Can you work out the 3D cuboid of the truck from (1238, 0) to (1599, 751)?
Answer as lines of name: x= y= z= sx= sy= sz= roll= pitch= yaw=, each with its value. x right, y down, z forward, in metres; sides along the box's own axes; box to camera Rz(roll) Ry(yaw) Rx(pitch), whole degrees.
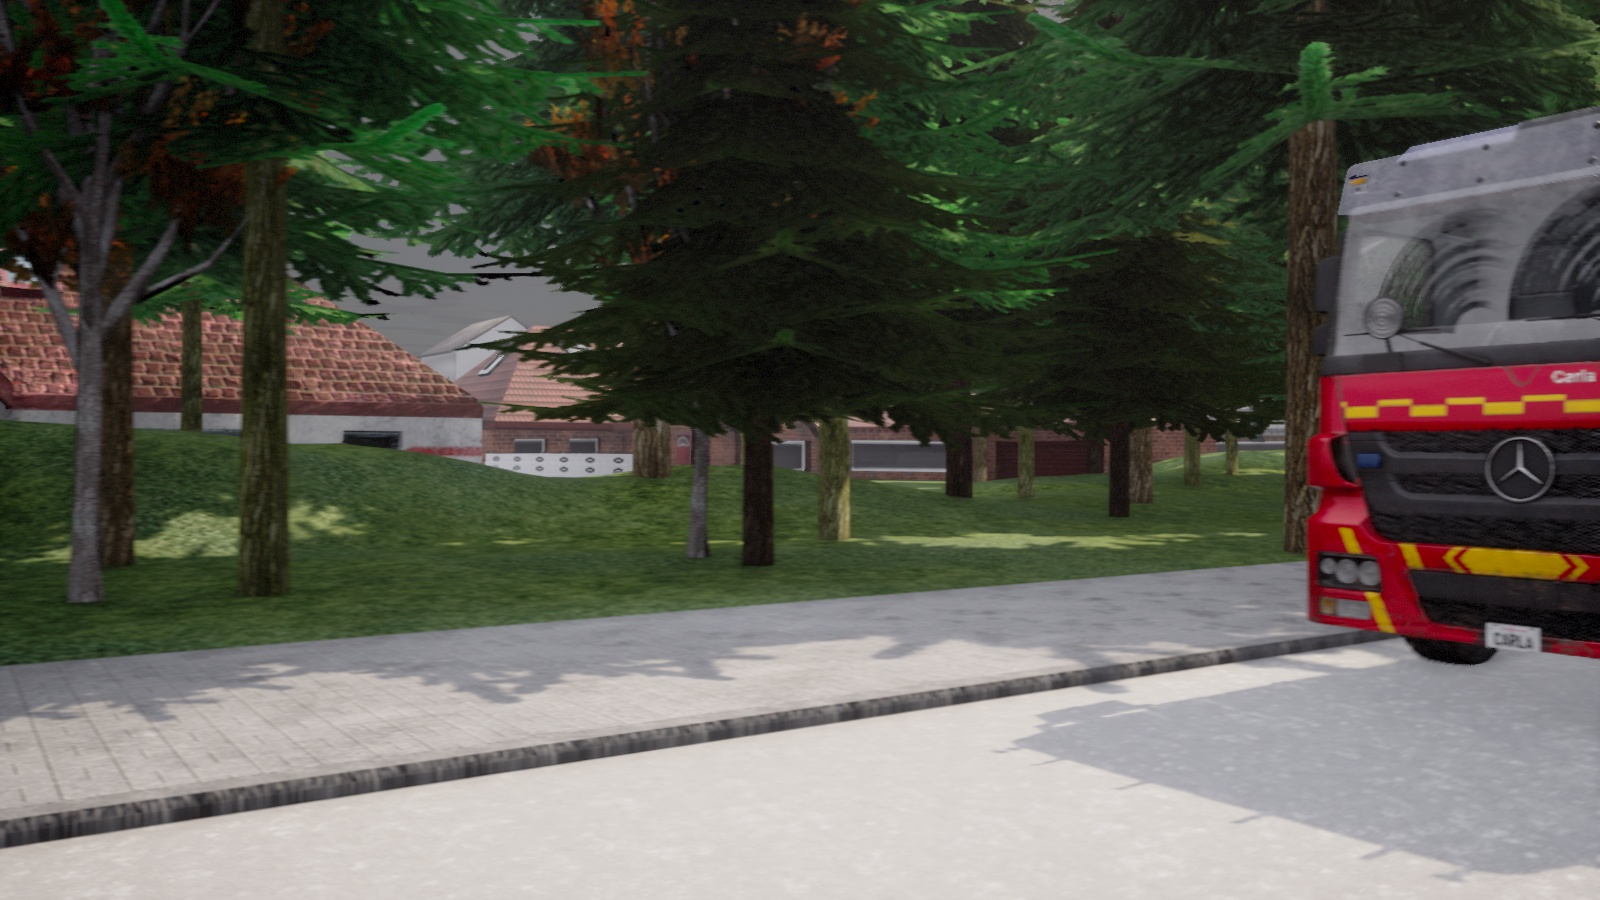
truck: x=7.094 y=-0.412 z=9.210 sx=8.468 sy=3.827 sz=2.891 roll=0 pitch=0 yaw=-35
